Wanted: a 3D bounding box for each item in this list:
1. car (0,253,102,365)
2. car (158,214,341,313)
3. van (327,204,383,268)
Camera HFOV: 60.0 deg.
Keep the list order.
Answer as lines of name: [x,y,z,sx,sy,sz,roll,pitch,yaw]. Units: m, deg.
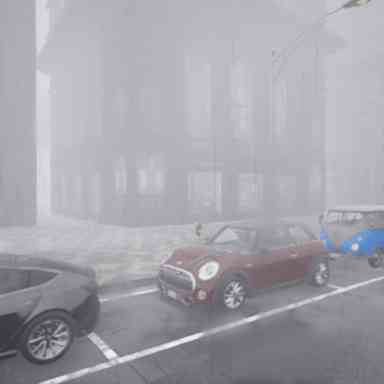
car: [-3.349,1.567,4.261,4.313,1.339,1.947,0,0,-35]
car: [1.241,1.419,7.531,4.097,1.590,1.967,0,0,-35]
van: [5.832,1.298,10.801,3.998,1.788,1.690,0,0,-35]
